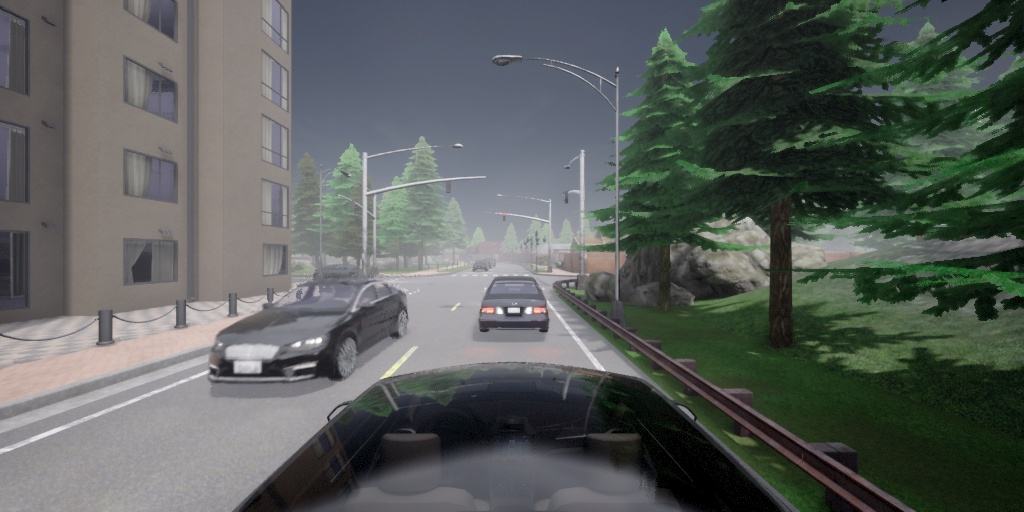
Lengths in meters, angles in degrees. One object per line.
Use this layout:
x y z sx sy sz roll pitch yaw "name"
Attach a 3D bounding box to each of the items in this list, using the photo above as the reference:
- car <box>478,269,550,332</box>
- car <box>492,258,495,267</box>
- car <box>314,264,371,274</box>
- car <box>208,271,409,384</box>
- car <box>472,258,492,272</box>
0.066 1.297 10.778 2.033 1.411 5.357 0 0 1 "car"
-4.068 1.225 55.802 1.837 1.490 4.892 0 0 0 "car"
-12.782 1.299 27.355 4.181 1.385 1.994 0 0 -2 "car"
-3.557 1.241 7.308 2.128 1.511 4.902 0 0 1 "car"
-4.012 1.225 46.336 1.837 1.490 4.892 0 0 0 "car"
